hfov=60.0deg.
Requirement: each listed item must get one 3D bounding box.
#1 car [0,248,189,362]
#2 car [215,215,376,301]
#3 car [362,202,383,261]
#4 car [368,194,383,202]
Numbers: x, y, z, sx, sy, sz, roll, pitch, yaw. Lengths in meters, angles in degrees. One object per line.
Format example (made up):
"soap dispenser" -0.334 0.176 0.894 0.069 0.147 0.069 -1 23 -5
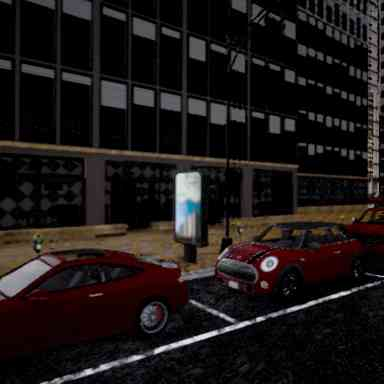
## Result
"car" -1.991 1.592 5.142 4.206 1.307 1.802 1 0 -35
"car" 2.529 1.496 8.366 4.097 1.590 1.967 1 0 -35
"car" 7.049 1.416 11.589 5.009 1.841 2.192 1 0 -35
"car" 28.689 1.298 53.645 2.192 1.841 5.009 2 0 -36
